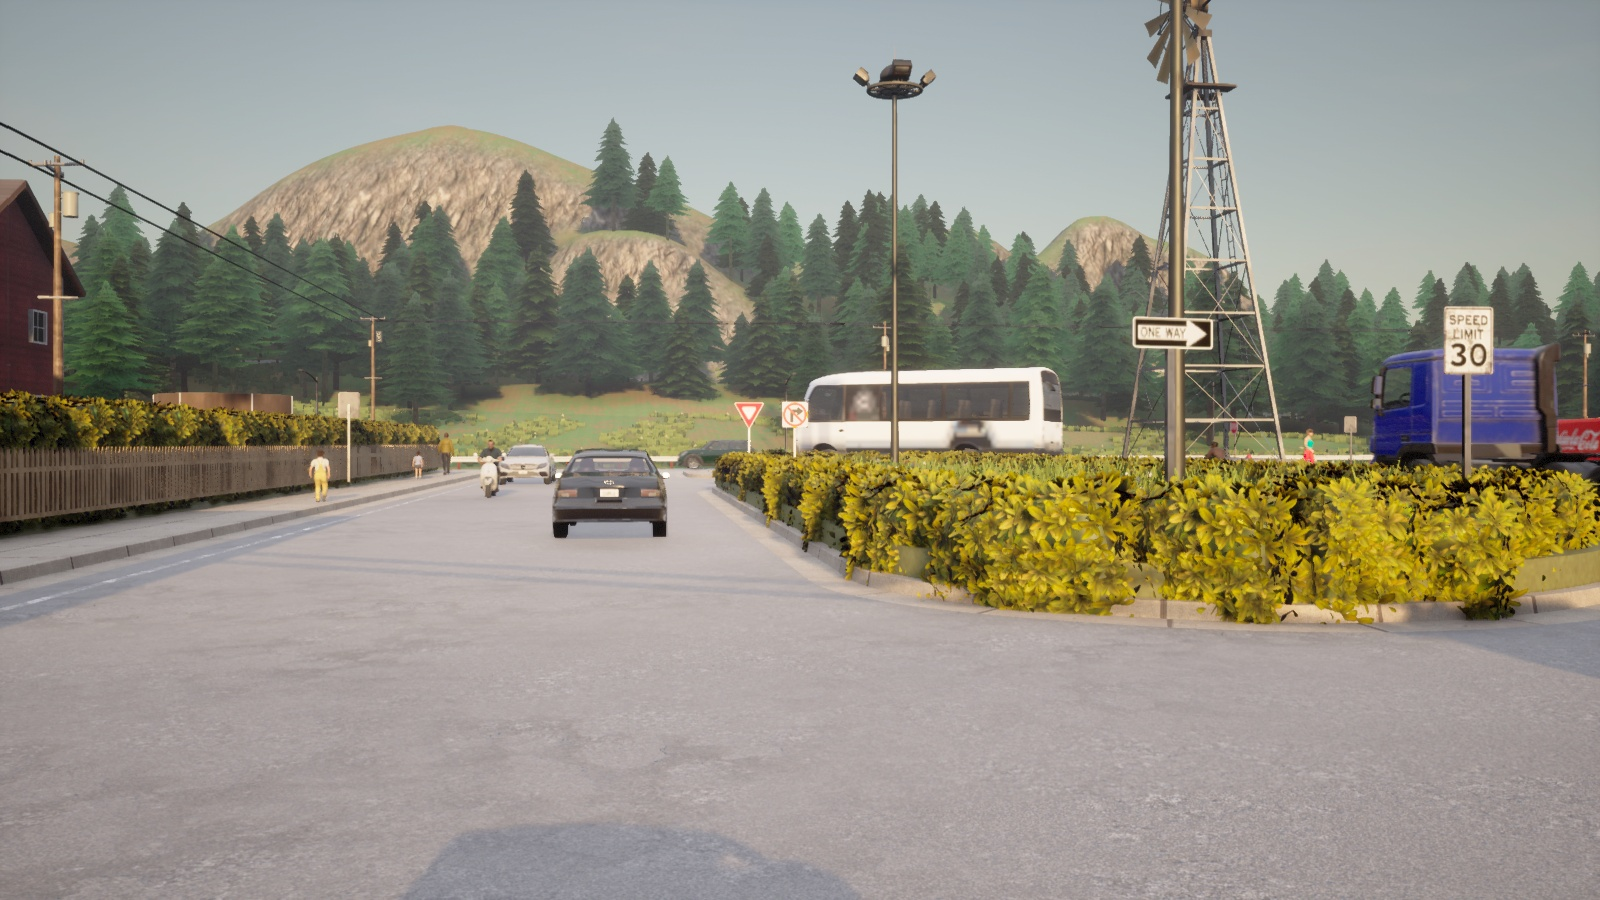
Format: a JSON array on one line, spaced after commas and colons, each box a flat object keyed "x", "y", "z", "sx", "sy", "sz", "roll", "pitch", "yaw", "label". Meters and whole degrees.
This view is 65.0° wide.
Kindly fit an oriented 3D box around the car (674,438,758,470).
[{"x": -4.744, "y": 0.202, "z": 70.512, "sx": 4.553, "sy": 1.767, "sz": 2.097, "roll": 0, "pitch": 0, "yaw": -7, "label": "car"}]

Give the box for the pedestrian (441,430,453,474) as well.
[{"x": -14.916, "y": 0.090, "z": 53.044, "sx": 0.370, "sy": 1.835, "sz": 0.726, "roll": 0, "pitch": 0, "yaw": -8, "label": "pedestrian"}]

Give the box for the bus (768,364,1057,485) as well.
[{"x": 4.249, "y": -0.899, "z": 48.081, "sx": 10.273, "sy": 4.253, "sz": 3.944, "roll": 0, "pitch": 0, "yaw": 25, "label": "bus"}]

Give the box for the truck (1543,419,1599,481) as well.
[{"x": 32.795, "y": 0.002, "z": 50.177, "sx": 2.627, "sy": 2.467, "sz": 5.204, "roll": 0, "pitch": 0, "yaw": -8, "label": "truck"}]

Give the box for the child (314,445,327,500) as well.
[{"x": -10.988, "y": 0.510, "z": 28.765, "sx": 0.270, "sy": 1.263, "sz": 0.437, "roll": 0, "pitch": 0, "yaw": -20, "label": "child"}]

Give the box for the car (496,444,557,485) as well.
[{"x": -10.104, "y": 0.500, "z": 46.651, "sx": 1.812, "sy": 1.442, "sz": 4.674, "roll": 0, "pitch": 0, "yaw": -8, "label": "car"}]

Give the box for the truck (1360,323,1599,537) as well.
[{"x": 14.022, "y": -0.353, "z": 23.245, "sx": 2.891, "sy": 3.462, "sz": 7.936, "roll": 0, "pitch": 1, "yaw": -8, "label": "truck"}]

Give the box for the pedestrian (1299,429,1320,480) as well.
[{"x": 18.363, "y": 0.161, "z": 45.268, "sx": 0.345, "sy": 1.836, "sz": 0.594, "roll": 0, "pitch": 0, "yaw": -30, "label": "pedestrian"}]

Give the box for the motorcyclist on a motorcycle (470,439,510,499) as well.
[{"x": -8.459, "y": 0.499, "z": 34.306, "sx": 0.866, "sy": 1.590, "sz": 1.817, "roll": 0, "pitch": 0, "yaw": -8, "label": "motorcyclist on a motorcycle"}]

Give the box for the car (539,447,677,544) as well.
[{"x": -3.210, "y": 0.670, "z": 21.414, "sx": 2.033, "sy": 1.411, "sz": 5.357, "roll": 0, "pitch": 0, "yaw": -8, "label": "car"}]

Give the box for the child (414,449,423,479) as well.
[{"x": -14.126, "y": 0.507, "z": 46.511, "sx": 0.255, "sy": 1.110, "sz": 0.394, "roll": 0, "pitch": 0, "yaw": -9, "label": "child"}]
